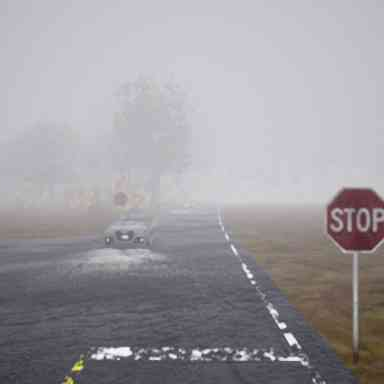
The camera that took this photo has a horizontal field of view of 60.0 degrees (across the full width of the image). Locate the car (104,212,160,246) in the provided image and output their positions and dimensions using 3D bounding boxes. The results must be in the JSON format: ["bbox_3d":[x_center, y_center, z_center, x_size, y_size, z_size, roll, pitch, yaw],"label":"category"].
[{"bbox_3d":[-2.704,1.667,15.684,1.994,1.385,4.181,0,0,2],"label":"car"}]

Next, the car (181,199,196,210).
[{"bbox_3d":[-0.509,1.786,48.693,2.128,1.511,4.902,0,0,6],"label":"car"}]
